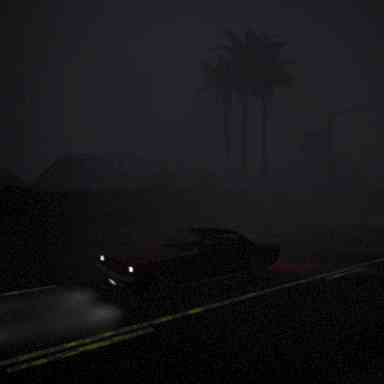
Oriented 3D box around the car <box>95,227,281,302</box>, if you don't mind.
[{"bbox_3d":[0.065,1.615,8.478,4.718,1.301,1.895,0,0,-37],"label":"car"}]
